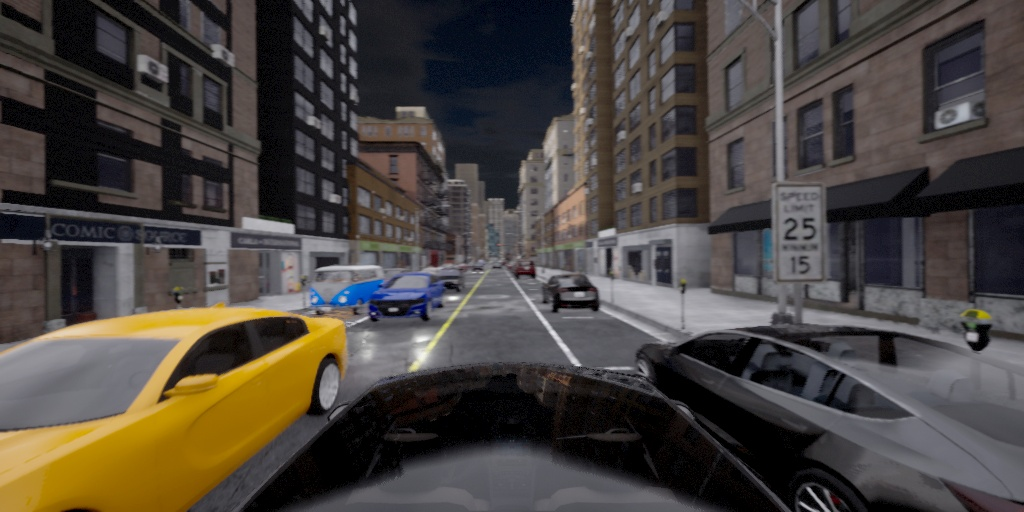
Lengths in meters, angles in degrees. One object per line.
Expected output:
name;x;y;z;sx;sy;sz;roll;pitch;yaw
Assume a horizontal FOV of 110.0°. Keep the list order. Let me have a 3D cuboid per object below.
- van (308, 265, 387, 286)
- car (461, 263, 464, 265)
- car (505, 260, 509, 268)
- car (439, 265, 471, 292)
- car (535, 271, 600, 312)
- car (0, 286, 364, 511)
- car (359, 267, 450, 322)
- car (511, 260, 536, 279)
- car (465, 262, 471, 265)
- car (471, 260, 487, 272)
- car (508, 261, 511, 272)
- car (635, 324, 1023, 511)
van;-6.269;1.265;14.033;1.690;1.789;3.998;0;0;-2
car;-7.625;1.741;46.813;1.751;1.417;4.829;0;0;-2
car;0.205;1.708;63.811;1.967;1.591;4.097;0;0;-2
car;-4.096;1.515;23.619;2.033;1.411;5.357;-1;0;-2
car;2.248;1.375;14.386;1.948;1.339;4.313;0;0;-2
car;-3.261;1.283;3.237;1.882;1.535;5.008;-1;0;-3
car;-3.678;1.361;13.281;1.882;1.535;5.008;-1;0;-3
car;1.340;1.311;36.353;2.192;1.841;5.009;0;0;-2
car;-8.086;1.871;57.966;1.888;1.381;4.507;0;0;-2
car;-5.439;1.847;58.321;2.033;1.411;5.357;-1;-1;-2
car;0.886;1.651;47.336;2.007;1.370;4.403;0;0;-2
car;2.702;1.290;3.402;1.948;1.339;4.313;0;0;-2
